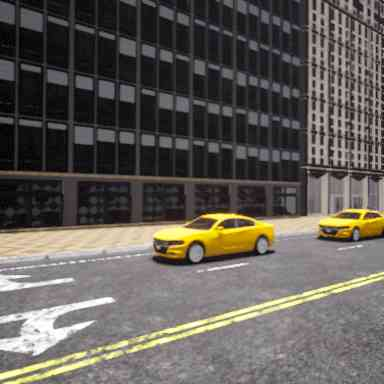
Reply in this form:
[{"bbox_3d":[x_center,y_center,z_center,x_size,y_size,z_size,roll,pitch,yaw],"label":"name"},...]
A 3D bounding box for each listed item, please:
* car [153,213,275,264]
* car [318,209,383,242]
[{"bbox_3d":[0.938,1.570,12.340,5.008,1.535,1.882,1,0,-35],"label":"car"},{"bbox_3d":[8.822,1.689,17.958,5.008,1.535,1.882,1,-1,-35],"label":"car"}]
